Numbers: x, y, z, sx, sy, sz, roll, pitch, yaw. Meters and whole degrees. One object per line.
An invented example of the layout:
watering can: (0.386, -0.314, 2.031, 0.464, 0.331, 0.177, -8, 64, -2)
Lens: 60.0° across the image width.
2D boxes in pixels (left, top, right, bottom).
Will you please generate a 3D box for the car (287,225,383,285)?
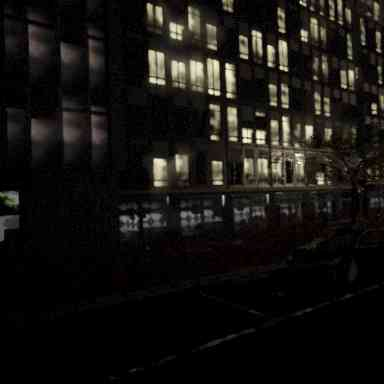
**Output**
car: (4.645, 1.682, 9.808, 4.403, 1.369, 2.008, -1, -2, -35)
